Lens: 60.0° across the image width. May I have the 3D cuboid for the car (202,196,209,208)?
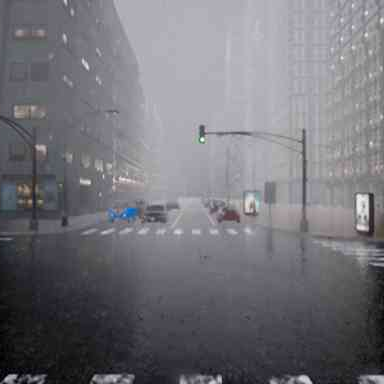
[{"bbox_3d":[3.054,1.826,54.369,1.967,1.590,4.097,0,0,0],"label":"car"}]

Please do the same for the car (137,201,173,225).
[{"bbox_3d":[-2.824,1.726,26.201,1.837,1.490,4.892,0,0,0],"label":"car"}]

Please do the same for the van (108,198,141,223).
[{"bbox_3d":[-5.502,1.529,26.787,1.690,1.788,3.998,0,0,0],"label":"van"}]

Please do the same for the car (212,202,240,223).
[{"bbox_3d":[2.877,1.768,26.730,1.802,1.307,4.206,0,0,0],"label":"car"}]

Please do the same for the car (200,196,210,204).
[{"bbox_3d":[3.231,1.914,82.006,2.192,1.841,5.009,0,0,0],"label":"car"}]

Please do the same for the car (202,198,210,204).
[{"bbox_3d":[3.194,2.137,76.477,1.802,1.307,4.206,0,0,0],"label":"car"}]

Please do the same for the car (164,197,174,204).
[{"bbox_3d":[-5.185,1.998,76.532,1.967,1.590,4.097,0,0,0],"label":"car"}]

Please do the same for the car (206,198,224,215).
[{"bbox_3d":[2.948,1.704,37.787,1.967,1.590,4.097,0,0,0],"label":"car"}]

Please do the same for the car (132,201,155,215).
[{"bbox_3d":[-5.433,1.812,37.841,1.887,1.381,4.507,0,0,0],"label":"car"}]

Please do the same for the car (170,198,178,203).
[{"bbox_3d":[-5.080,2.255,93.113,1.947,1.339,4.313,0,0,0],"label":"car"}]

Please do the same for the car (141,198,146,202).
[{"bbox_3d":[-5.467,1.543,32.314,2.192,1.841,5.009,0,0,0],"label":"car"}]

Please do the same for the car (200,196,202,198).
[{"bbox_3d":[3.159,2.057,70.950,1.887,1.381,4.507,0,0,0],"label":"car"}]

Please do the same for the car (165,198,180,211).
[{"bbox_3d":[-2.693,1.887,46.642,1.994,1.385,4.181,0,0,0],"label":"car"}]
